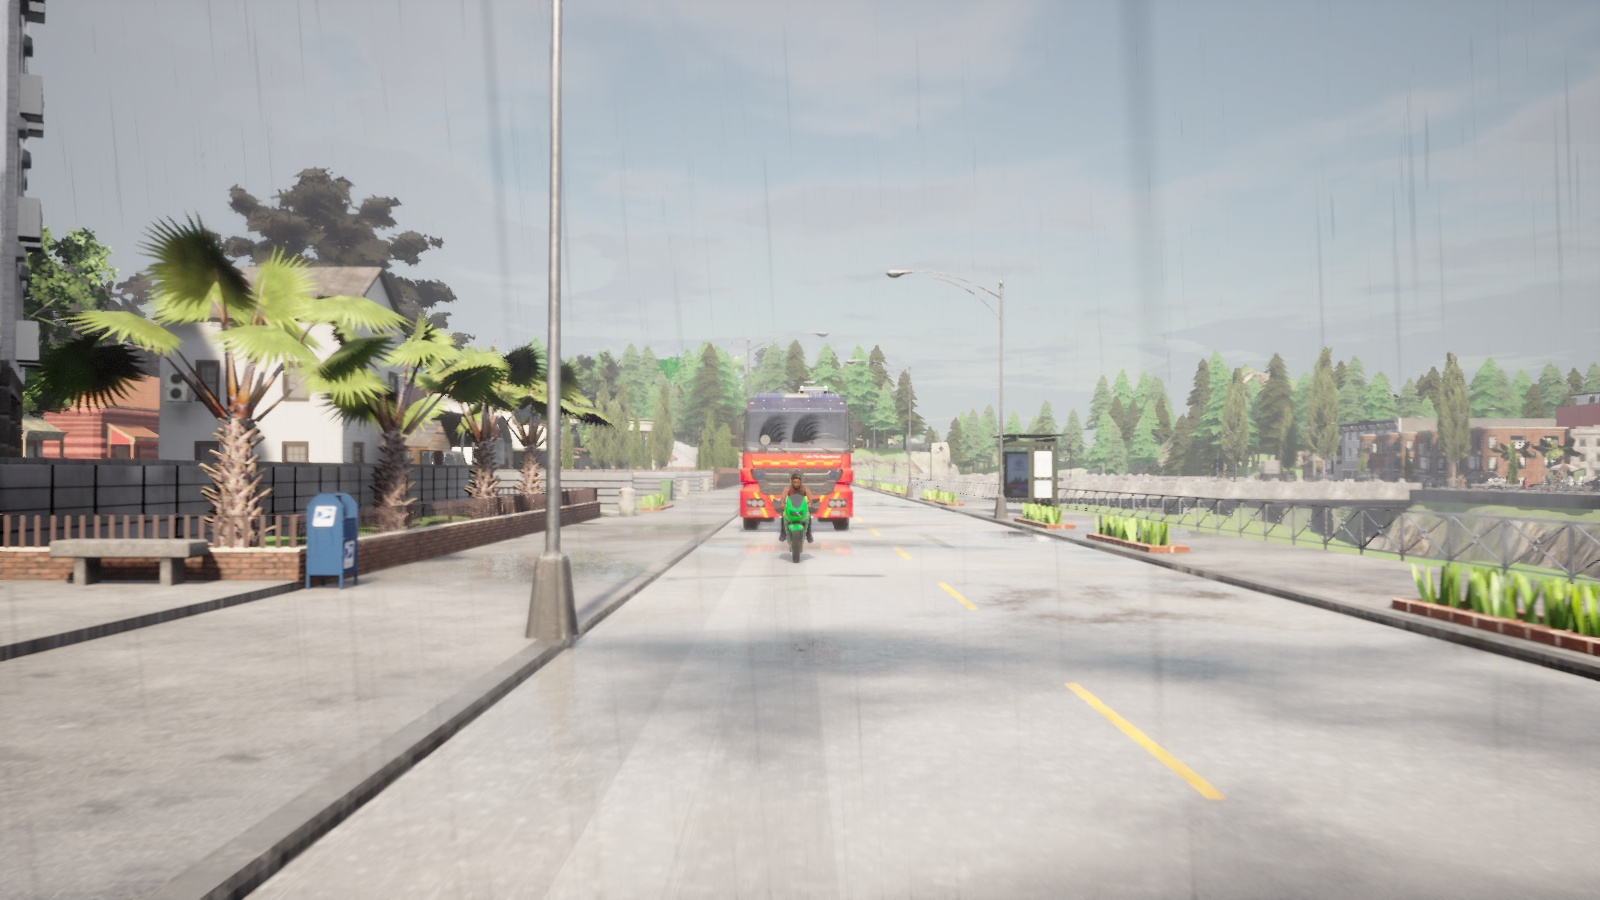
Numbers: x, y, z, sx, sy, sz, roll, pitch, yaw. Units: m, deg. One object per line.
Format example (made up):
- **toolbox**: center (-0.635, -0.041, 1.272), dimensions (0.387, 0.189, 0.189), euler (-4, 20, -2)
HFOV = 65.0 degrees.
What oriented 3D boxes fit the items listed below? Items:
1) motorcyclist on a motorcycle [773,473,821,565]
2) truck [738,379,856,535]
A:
- **motorcyclist on a motorcycle**: center (-0.051, 1.162, 21.804), dimensions (0.797, 1.523, 2.044), euler (0, -1, 0)
- **truck**: center (-0.088, 0.241, 35.287), dimensions (2.891, 3.827, 8.468), euler (0, -1, 0)
